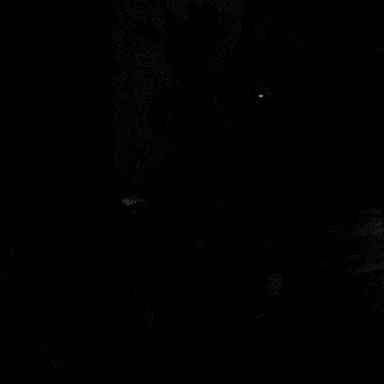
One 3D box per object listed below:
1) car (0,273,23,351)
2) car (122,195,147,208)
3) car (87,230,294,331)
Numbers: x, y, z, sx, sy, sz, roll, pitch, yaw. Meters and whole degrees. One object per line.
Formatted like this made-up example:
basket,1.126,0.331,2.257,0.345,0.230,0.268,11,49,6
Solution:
car,-4.297,1.555,3.593,4.403,1.369,2.008,0,-1,-36
car,-7.354,1.178,42.037,1.812,1.442,4.674,-1,1,-36
car,0.177,1.530,6.801,4.507,1.381,1.887,0,-1,-36
